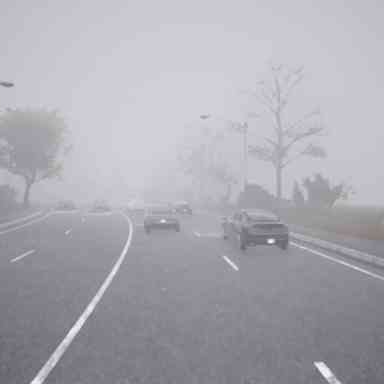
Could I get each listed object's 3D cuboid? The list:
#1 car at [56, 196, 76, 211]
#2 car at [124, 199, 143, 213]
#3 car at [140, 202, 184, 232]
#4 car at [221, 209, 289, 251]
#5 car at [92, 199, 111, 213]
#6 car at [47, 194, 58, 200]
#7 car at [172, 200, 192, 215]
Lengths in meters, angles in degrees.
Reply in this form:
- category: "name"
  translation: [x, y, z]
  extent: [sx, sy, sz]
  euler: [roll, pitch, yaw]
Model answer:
- category: "car"
  translation: [-14.999, 1.546, 39.848]
  extent: [1.994, 1.385, 4.181]
  euler: [0, 0, -22]
- category: "car"
  translation: [-6.304, 1.502, 37.025]
  extent: [1.812, 1.442, 4.674]
  euler: [0, 0, -19]
- category: "car"
  translation: [-1.908, 1.548, 19.983]
  extent: [1.994, 1.385, 4.181]
  euler: [0, 0, -10]
- category: "car"
  translation: [2.514, 1.483, 14.162]
  extent: [1.837, 1.490, 4.892]
  euler: [0, 0, -7]
- category: "car"
  translation: [-10.176, 1.528, 37.079]
  extent: [2.033, 1.411, 5.357]
  euler: [0, 0, -19]
- category: "car"
  translation: [-30.335, 1.163, 72.770]
  extent: [1.837, 1.490, 4.892]
  euler: [0, 0, -39]
- category: "car"
  translation: [-1.306, 1.498, 32.728]
  extent: [1.812, 1.442, 4.674]
  euler: [0, 0, -16]
